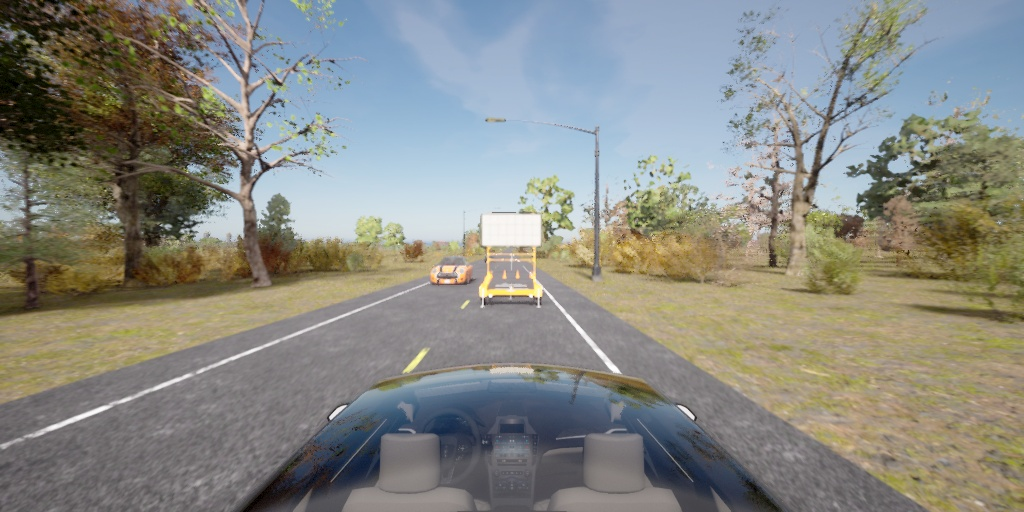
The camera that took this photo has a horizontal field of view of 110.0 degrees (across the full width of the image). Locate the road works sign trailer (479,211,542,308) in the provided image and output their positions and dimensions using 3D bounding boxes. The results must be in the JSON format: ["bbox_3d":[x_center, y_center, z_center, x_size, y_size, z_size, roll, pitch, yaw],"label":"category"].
[{"bbox_3d":[-0.021,0.043,14.239,2.380,3.560,2.880,0,0,1],"label":"road works sign trailer"}]

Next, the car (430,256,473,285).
[{"bbox_3d":[-3.647,0.820,22.361,2.097,1.767,4.553,0,1,0],"label":"car"}]

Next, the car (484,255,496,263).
[{"bbox_3d":[-3.898,0.464,63.721,1.994,1.385,4.181,0,1,0],"label":"car"}]
